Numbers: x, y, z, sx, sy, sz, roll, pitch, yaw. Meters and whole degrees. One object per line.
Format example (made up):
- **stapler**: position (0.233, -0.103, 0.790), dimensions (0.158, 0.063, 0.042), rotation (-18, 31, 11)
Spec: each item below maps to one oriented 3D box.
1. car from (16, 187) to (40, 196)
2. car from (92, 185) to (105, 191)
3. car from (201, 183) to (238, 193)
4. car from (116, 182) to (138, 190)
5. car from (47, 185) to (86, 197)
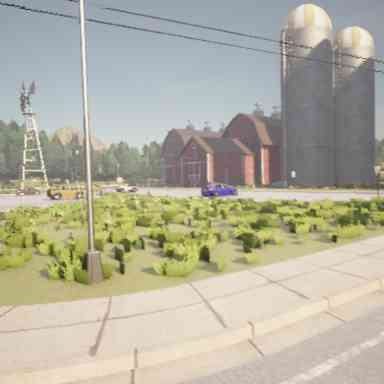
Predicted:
- **car**: position (-29.458, -0.144, 59.713), dimensions (3.905, 1.438, 1.784), rotation (-3, 3, -37)
- **car**: position (-19.899, -0.804, 68.380), dimensions (4.193, 1.474, 1.816), rotation (-3, 3, -37)
- **car**: position (3.202, -0.246, 38.601), dimensions (4.611, 1.667, 2.242), rotation (-3, 3, -37)
- **car**: position (-11.349, -0.806, 57.939), dimensions (3.866, 1.878, 1.905), rotation (-3, 3, -37)
- **car**: position (-15.813, 0.001, 41.847), dimensions (4.605, 1.855, 1.932), rotation (-3, 3, -37)
